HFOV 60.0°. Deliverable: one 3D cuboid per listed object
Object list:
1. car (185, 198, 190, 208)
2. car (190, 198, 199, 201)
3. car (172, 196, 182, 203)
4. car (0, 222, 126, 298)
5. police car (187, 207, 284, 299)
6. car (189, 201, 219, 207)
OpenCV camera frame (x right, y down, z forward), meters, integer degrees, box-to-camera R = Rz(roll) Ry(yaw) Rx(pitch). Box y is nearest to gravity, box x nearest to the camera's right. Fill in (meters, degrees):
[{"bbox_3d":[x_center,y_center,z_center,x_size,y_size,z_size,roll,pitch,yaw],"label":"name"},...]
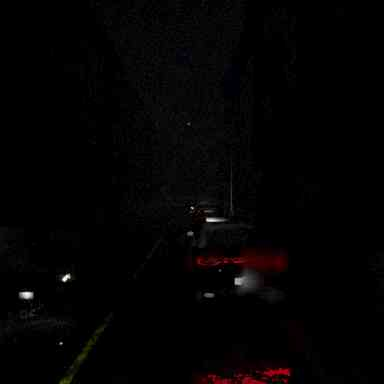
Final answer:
[{"bbox_3d":[0.040,1.559,47.293,1.994,1.385,4.181,0,0,1],"label":"car"},{"bbox_3d":[0.906,1.454,24.730,1.801,1.575,5.366,0,0,0],"label":"car"},{"bbox_3d":[-2.984,1.463,66.317,2.128,1.511,4.902,0,0,0],"label":"car"},{"bbox_3d":[-3.098,1.547,8.892,2.033,1.411,5.357,0,0,0],"label":"car"},{"bbox_3d":[0.902,1.425,8.650,1.930,1.638,5.238,0,0,0],"label":"police car"},{"bbox_3d":[0.905,1.477,18.539,1.882,1.535,5.008,0,0,0],"label":"car"}]
